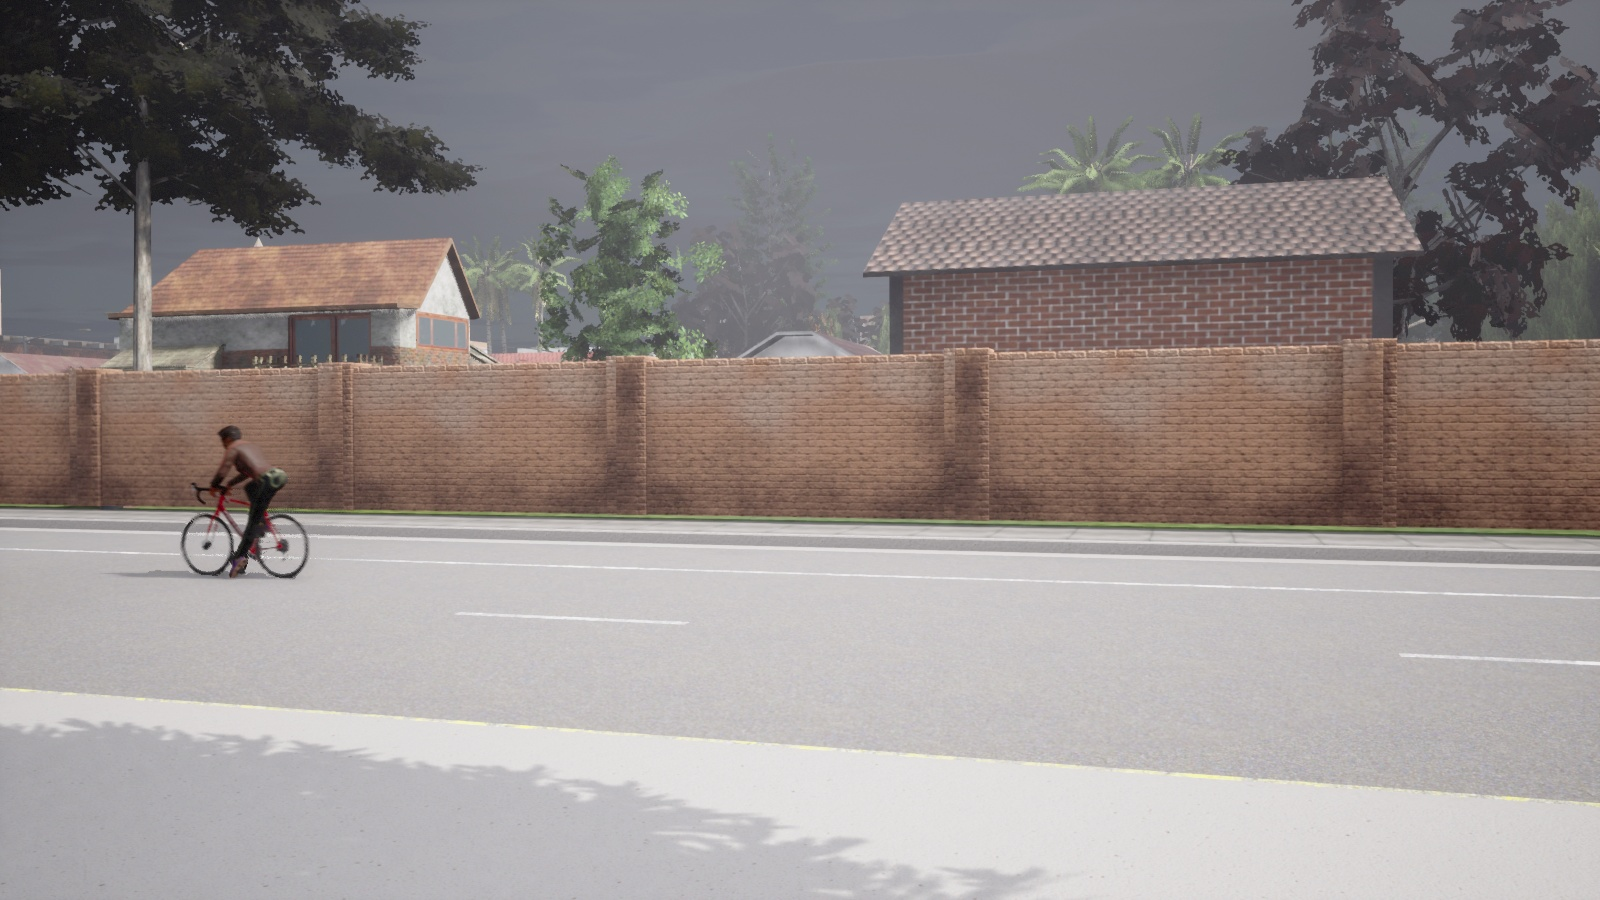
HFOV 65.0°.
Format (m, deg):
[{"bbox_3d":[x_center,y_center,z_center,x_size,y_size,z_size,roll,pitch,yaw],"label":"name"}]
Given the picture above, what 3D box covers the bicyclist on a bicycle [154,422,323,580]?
[{"bbox_3d":[-5.983,0.520,13.391,1.656,1.620,0.582,0,1,17],"label":"bicyclist on a bicycle"}]
